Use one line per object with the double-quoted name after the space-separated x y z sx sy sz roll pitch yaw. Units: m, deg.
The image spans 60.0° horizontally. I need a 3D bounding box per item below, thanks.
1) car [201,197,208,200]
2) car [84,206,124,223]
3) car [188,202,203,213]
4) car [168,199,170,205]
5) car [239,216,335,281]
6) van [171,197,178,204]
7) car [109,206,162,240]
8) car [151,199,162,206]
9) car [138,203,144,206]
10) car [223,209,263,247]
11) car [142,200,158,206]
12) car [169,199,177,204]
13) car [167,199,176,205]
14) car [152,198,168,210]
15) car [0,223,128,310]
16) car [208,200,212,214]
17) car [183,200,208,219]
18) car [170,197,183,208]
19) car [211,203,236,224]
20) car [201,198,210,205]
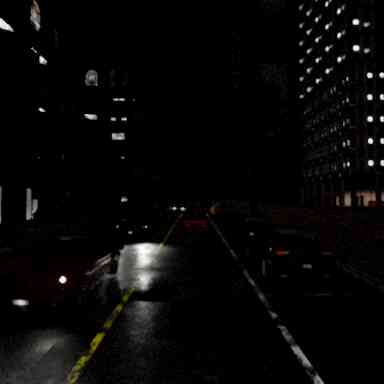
2.818 2.155 61.963 1.882 1.535 5.008 0 -1 0 "car"
-5.527 1.785 21.356 1.947 1.339 4.313 1 -1 0 "car"
0.430 2.092 45.383 1.895 1.301 4.718 0 -1 0 "car"
-5.150 2.313 71.478 1.887 1.381 4.507 1 -1 0 "car"
2.769 1.659 10.153 1.887 1.381 4.507 1 -1 0 "car"
-4.978 2.358 93.758 1.690 1.788 3.998 1 -1 0 "van"
-2.957 1.718 18.429 1.812 1.442 4.674 0 -1 1 "car"
-5.360 1.985 43.463 1.752 1.417 4.829 1 -1 0 "car"
-5.485 1.830 26.926 2.008 1.369 4.403 1 -1 0 "car"
2.811 1.725 15.722 2.008 1.369 4.403 1 -1 0 "car"
-5.402 1.966 38.064 1.947 1.339 4.313 1 -1 0 "car"
-5.024 2.505 88.186 2.008 1.369 4.403 1 -1 0 "car"
-5.066 2.458 82.617 1.947 1.339 4.313 1 -1 0 "car"
-5.313 1.837 49.205 2.192 1.841 5.009 1 -1 0 "car"
-3.049 1.683 8.130 1.895 1.301 4.718 0 -1 0 "car"
2.980 1.942 38.170 1.752 1.417 4.829 1 -1 0 "car"
0.335 1.835 33.143 1.882 1.535 5.008 0 0 0 "car"
-2.553 2.172 63.857 1.882 1.535 5.008 0 -1 1 "car"
2.895 1.845 26.861 2.008 1.369 4.403 1 -1 0 "car"
3.316 2.347 82.554 1.967 1.590 4.097 1 -1 0 "car"
